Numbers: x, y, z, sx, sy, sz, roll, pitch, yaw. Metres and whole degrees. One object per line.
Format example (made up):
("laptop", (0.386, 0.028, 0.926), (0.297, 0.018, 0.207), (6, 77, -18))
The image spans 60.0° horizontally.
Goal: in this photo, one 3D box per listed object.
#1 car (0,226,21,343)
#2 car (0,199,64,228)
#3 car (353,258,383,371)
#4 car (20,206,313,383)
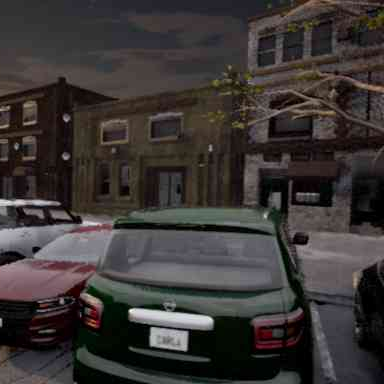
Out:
("car", (-1.907, 1.458, 6.773), (2.097, 1.535, 5.008), (1, 0, 16))
("car", (-4.349, 1.193, 8.546), (2.435, 2.045, 5.566), (0, -1, 15))
("car", (2.978, 1.515, 3.251), (2.163, 1.488, 4.792), (1, 0, 16))
("car", (0.542, 1.221, 5.056), (2.435, 2.045, 5.566), (0, -1, 15))
